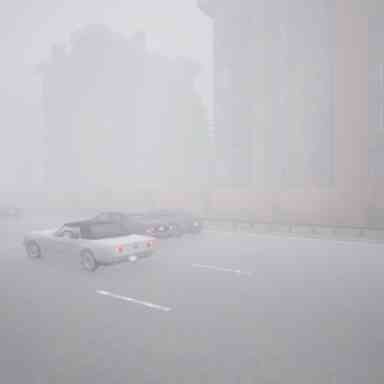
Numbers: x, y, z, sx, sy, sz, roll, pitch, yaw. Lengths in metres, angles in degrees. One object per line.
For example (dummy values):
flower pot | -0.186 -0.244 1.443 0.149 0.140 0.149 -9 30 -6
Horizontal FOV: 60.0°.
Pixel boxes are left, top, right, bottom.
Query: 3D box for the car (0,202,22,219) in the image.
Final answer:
car | -16.540 1.563 28.710 4.181 1.385 1.994 0 0 36

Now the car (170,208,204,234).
car | -1.421 1.565 17.912 4.181 1.385 1.994 0 0 36

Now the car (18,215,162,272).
car | -3.477 1.601 10.778 4.718 1.301 1.895 0 0 36

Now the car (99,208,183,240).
car | -3.263 1.547 14.926 5.357 1.411 2.033 0 0 36
